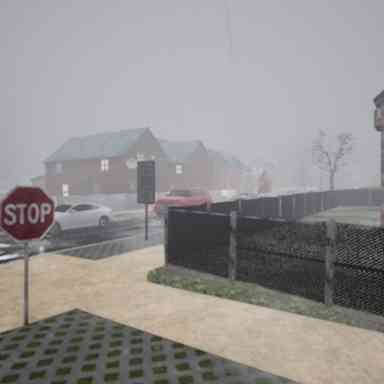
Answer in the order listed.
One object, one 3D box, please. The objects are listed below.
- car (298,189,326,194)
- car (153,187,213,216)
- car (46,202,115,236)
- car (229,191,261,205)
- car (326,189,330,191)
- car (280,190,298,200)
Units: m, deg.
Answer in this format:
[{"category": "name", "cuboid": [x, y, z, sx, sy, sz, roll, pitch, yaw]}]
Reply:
[{"category": "car", "cuboid": [16.216, 0.401, 44.786, 1.812, 1.442, 4.674, 0, 1, 34]}, {"category": "car", "cuboid": [-0.534, 0.690, 24.871, 2.150, 2.045, 5.566, 0, 1, 34]}, {"category": "car", "cuboid": [-6.017, 1.229, 16.707, 1.812, 1.442, 4.674, 0, 1, 36]}, {"category": "car", "cuboid": [5.417, 0.707, 33.816, 2.128, 1.511, 4.902, 0, 1, 34]}, {"category": "car", "cuboid": [21.744, 0.224, 53.129, 1.994, 1.385, 4.181, 0, 1, 34]}, {"category": "car", "cuboid": [13.619, 0.448, 46.038, 1.994, 1.385, 4.181, 0, 1, 34]}]
